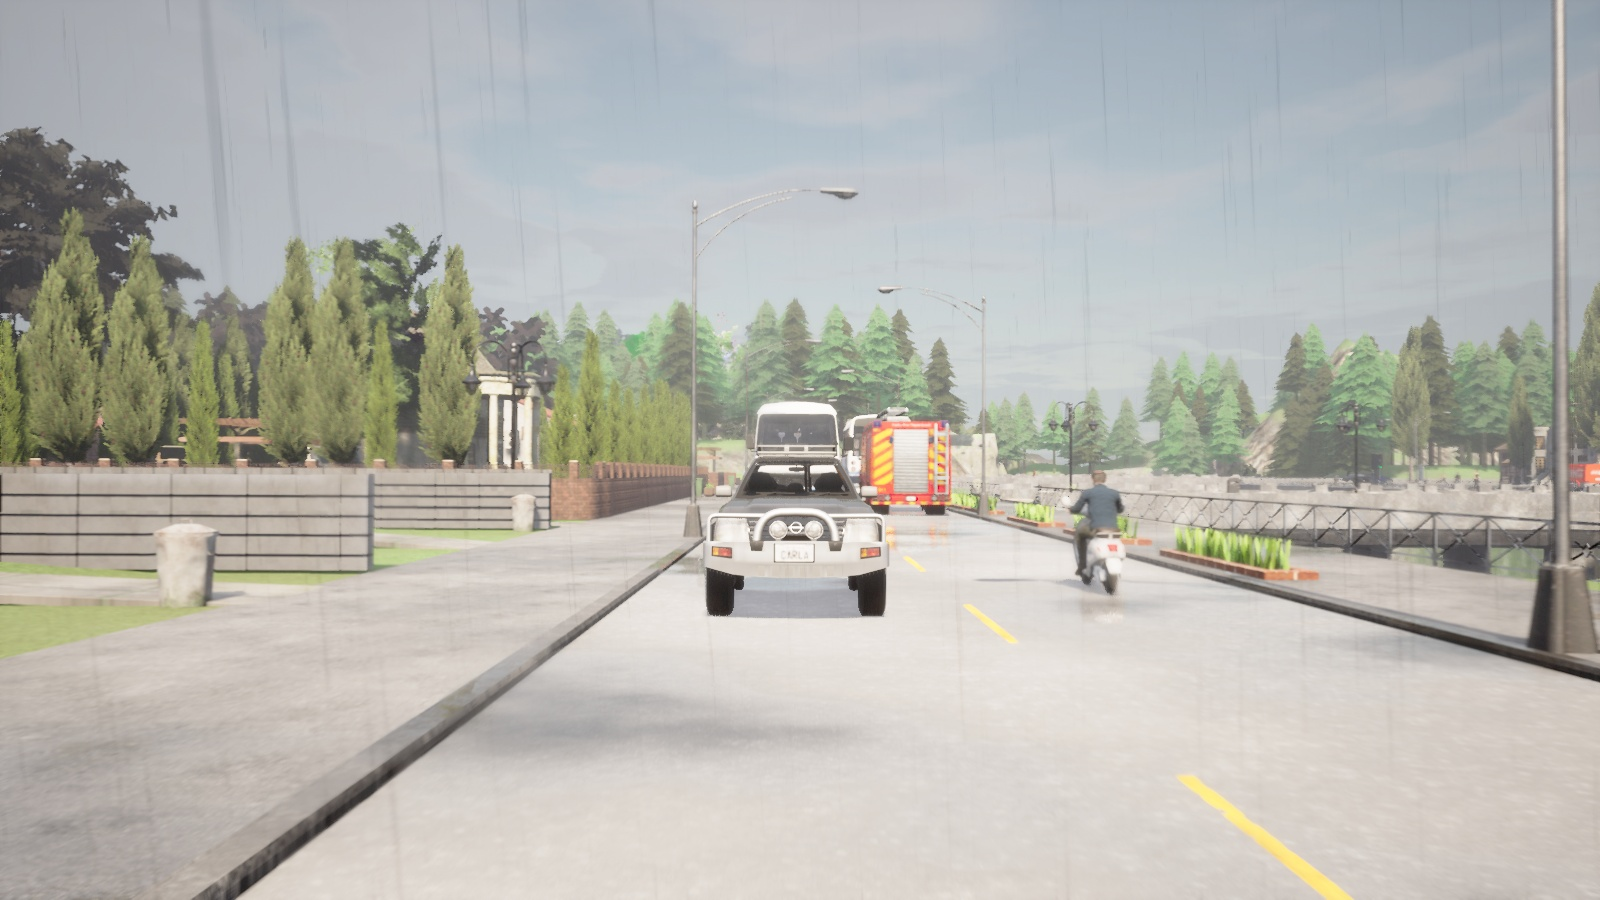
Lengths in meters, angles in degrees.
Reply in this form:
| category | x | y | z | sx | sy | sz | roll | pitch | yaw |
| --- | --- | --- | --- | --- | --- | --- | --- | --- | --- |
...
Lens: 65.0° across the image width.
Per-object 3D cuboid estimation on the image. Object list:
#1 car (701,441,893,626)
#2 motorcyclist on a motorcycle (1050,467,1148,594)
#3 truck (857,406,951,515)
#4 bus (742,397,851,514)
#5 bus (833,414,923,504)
| category | x | y | z | sx | sy | sz | roll | pitch | yaw |
| --- | --- | --- | --- | --- | --- | --- | --- | --- | --- |
| car | -0.036 | 0.882 | 14.971 | 1.932 | 1.855 | 4.605 | 0 | -1 | 0 |
| motorcyclist on a motorcycle | 3.961 | 1.033 | 16.791 | 0.866 | 1.590 | 1.817 | 0 | -1 | 0 |
| truck | 3.882 | 0.448 | 48.594 | 2.891 | 3.827 | 8.468 | 0 | -1 | 0 |
| bus | -0.125 | 0.288 | 50.764 | 3.944 | 4.253 | 10.273 | 0 | -1 | 0 |
| bus | 3.843 | 0.509 | 64.870 | 3.944 | 4.253 | 10.273 | 0 | -1 | 0 |
